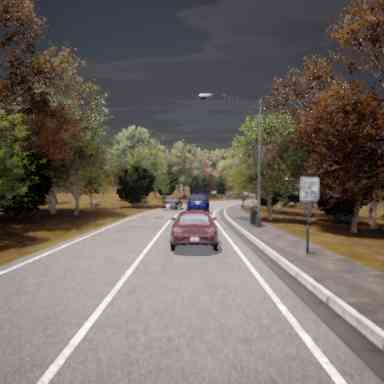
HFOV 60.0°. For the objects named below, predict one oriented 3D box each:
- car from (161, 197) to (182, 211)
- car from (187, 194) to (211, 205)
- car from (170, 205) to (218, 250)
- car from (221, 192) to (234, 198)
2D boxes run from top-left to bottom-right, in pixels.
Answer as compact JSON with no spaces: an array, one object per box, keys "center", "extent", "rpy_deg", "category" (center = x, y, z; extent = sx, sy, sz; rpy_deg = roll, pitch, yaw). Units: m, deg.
[{"center":[-2.370,1.414,39.674],"extent":[2.128,1.511,4.902],"rpy_deg":[1,0,8],"category":"car"},{"center":[0.762,1.184,34.403],"extent":[2.150,2.045,5.566],"rpy_deg":[0,0,4],"category":"car"},{"center":[0.085,1.504,14.054],"extent":[1.812,1.442,4.674],"rpy_deg":[0,0,0],"category":"car"},{"center":[8.635,0.799,78.718],"extent":[2.150,2.045,5.566],"rpy_deg":[2,1,24],"category":"car"}]
